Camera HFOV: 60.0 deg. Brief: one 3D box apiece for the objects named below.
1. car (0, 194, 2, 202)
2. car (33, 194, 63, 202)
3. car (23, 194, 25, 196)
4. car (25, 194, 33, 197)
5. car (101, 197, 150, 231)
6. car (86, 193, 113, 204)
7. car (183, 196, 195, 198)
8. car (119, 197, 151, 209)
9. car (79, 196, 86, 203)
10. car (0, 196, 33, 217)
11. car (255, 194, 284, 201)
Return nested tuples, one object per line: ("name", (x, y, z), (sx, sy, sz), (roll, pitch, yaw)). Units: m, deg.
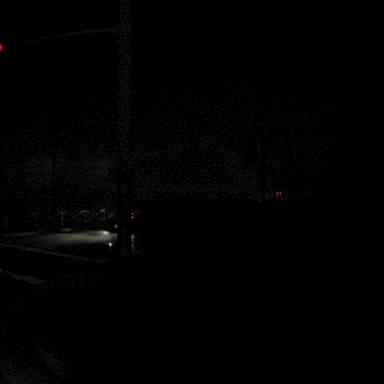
("car", (-41.353, 1.272, 67.501), (2.007, 1.523, 4.514), (0, 0, 35))
("car", (-28.866, 1.131, 67.696), (2.152, 1.636, 5.027), (0, 0, 35))
("car", (-23.581, 1.304, 41.736), (1.845, 1.501, 3.633), (0, 0, 35))
("car", (-34.292, 1.207, 71.139), (1.970, 1.475, 3.806), (0, 0, 35))
("car", (-2.990, 1.347, 20.515), (2.097, 1.767, 4.553), (0, 0, 35))
("car", (-15.812, 1.080, 58.963), (1.932, 1.855, 4.605), (0, 0, 35))
("car", (-0.722, 1.363, 48.117), (1.845, 1.501, 3.633), (0, 0, 35))
("car", (-7.442, 1.373, 43.781), (1.970, 1.475, 3.806), (0, 0, 35))
("car", (-18.422, 1.059, 60.305), (1.905, 1.878, 3.866), (0, 0, 35))
("car", (-15.753, 1.329, 26.860), (2.007, 1.523, 4.514), (0, 0, 35))
("car", (8.482, 1.216, 37.001), (2.150, 2.045, 5.566), (0, 0, 35))
